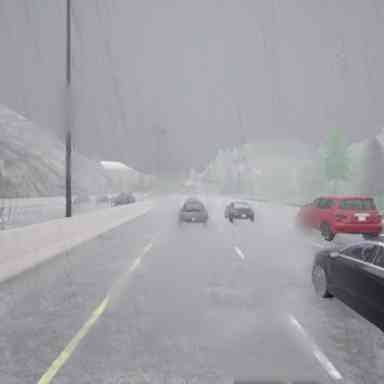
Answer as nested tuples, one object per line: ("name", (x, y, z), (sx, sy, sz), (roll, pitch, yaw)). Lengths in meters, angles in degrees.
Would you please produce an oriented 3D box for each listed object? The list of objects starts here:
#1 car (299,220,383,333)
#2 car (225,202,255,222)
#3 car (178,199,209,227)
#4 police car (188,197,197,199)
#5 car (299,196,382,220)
("car", (3.597, 1.483, 5.533), (2.128, 1.511, 4.902), (0, 0, 0))
("car", (3.605, 1.487, 25.513), (1.812, 1.442, 4.674), (0, 0, 0))
("car", (0.104, 1.458, 22.479), (2.128, 1.511, 4.902), (0, 0, 0))
("police car", (0.104, 1.442, 41.715), (2.038, 1.542, 4.974), (0, 0, 0))
("car", (7.114, 1.196, 16.552), (2.150, 2.045, 5.566), (0, 0, 0))
